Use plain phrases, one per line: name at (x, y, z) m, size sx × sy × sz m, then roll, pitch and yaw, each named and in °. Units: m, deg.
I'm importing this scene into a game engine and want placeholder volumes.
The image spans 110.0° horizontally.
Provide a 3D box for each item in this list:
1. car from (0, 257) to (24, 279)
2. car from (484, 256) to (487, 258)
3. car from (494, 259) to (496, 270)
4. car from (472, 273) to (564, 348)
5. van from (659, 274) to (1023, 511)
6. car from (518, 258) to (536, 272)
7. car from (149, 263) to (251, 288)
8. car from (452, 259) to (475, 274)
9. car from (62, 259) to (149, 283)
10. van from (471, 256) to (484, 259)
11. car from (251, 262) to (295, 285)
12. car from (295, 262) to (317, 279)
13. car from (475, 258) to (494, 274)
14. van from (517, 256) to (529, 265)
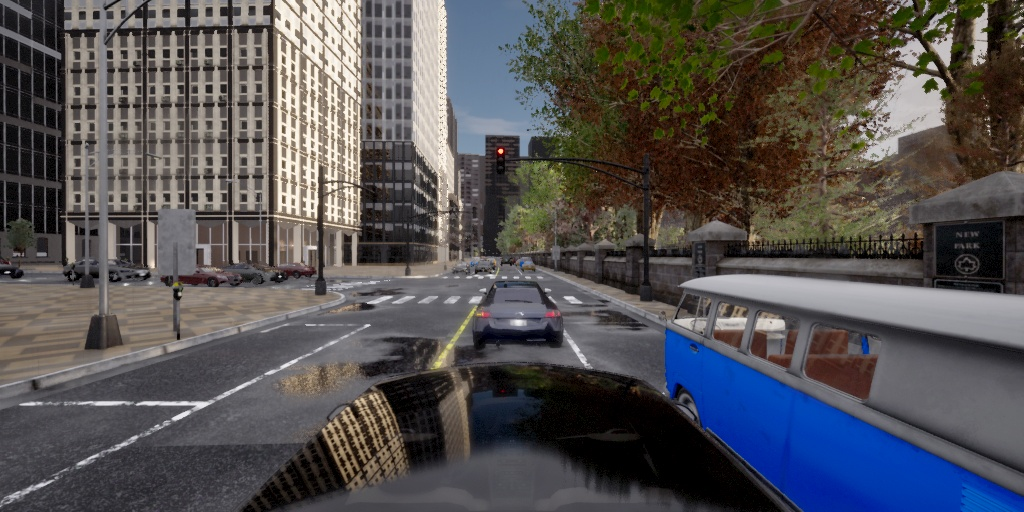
car at (-36.462, 0.917, 24.590) m, size 4.181 × 1.385 × 1.994 m, roll 1°, pitch 0°, yaw 2°
car at (-3.692, 1.201, 62.350) m, size 1.882 × 1.535 × 5.008 m, roll 0°, pitch 0°, yaw -1°
car at (-3.415, 1.296, 50.858) m, size 1.994 × 1.385 × 4.181 m, roll 0°, pitch 0°, yaw -2°
car at (0.098, 1.313, 9.218) m, size 1.994 × 1.385 × 4.181 m, roll 0°, pitch 0°, yaw -1°
van at (2.567, 1.091, 2.638) m, size 1.690 × 1.789 × 3.998 m, roll 0°, pitch 0°, yaw 0°
car at (2.116, 1.260, 46.357) m, size 1.751 × 1.417 × 4.829 m, roll 0°, pitch 0°, yaw -1°
car at (-18.158, 1.150, 20.984) m, size 4.207 × 1.307 × 1.802 m, roll 0°, pitch 0°, yaw 4°
car at (-5.644, 1.288, 40.303) m, size 2.007 × 1.370 × 4.403 m, roll 0°, pitch 0°, yaw -1°
car at (-27.093, 0.951, 24.083) m, size 4.902 × 1.511 × 2.128 m, roll 1°, pitch 0°, yaw 3°
van at (-6.330, 1.064, 62.478) m, size 1.690 × 1.789 × 3.998 m, roll 0°, pitch 0°, yaw -2°
car at (-17.045, 1.137, 23.431) m, size 4.181 × 1.385 × 1.994 m, roll 1°, pitch 0°, yaw 4°
car at (-18.094, 1.127, 29.097) m, size 4.207 × 1.307 × 1.802 m, roll 0°, pitch 0°, yaw 4°
car at (-3.229, 1.243, 40.878) m, size 1.837 × 1.490 × 4.892 m, roll 0°, pitch 0°, yaw -3°
van at (1.992, 1.072, 51.730) m, size 1.690 × 1.789 × 3.998 m, roll 0°, pitch 0°, yaw -1°
